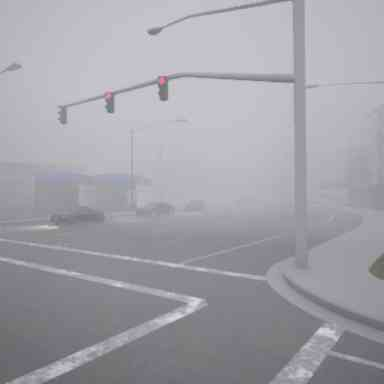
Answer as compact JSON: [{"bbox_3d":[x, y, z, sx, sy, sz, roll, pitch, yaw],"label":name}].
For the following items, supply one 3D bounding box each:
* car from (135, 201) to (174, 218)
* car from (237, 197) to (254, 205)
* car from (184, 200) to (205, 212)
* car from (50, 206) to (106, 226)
[{"bbox_3d":[-3.678,1.720,33.517,1.882,1.535,5.008,-1,0,30],"label":"car"},{"bbox_3d":[10.655,1.817,66.818,2.128,1.511,4.902,0,0,-18],"label":"car"},{"bbox_3d":[0.362,1.770,42.773,1.837,1.490,4.892,-1,0,15],"label":"car"},{"bbox_3d":[-8.850,1.805,26.030,1.994,1.385,4.181,-1,0,36],"label":"car"}]
